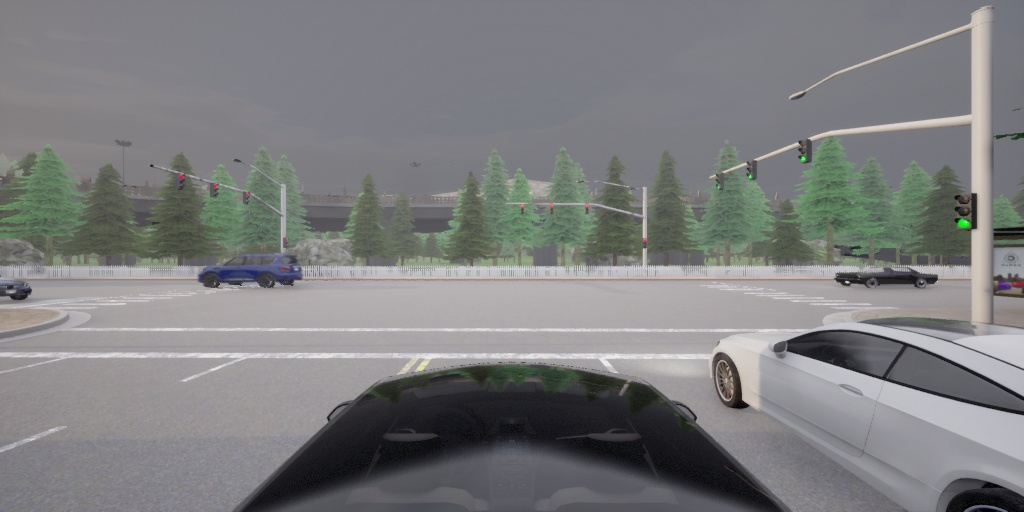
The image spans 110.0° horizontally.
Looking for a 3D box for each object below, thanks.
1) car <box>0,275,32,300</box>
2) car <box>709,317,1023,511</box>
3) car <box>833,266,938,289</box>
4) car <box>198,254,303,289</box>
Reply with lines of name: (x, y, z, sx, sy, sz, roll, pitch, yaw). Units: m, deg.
car: (-23.174, 1.220, 14.920, 4.674, 1.442, 1.812, 0, 0, 0)
car: (3.657, 1.276, 3.180, 1.812, 1.442, 4.674, 0, 0, 2)
car: (22.866, 1.295, 22.082, 4.718, 1.301, 1.895, 0, 0, 0)
car: (-15.968, 0.915, 22.131, 5.566, 2.045, 2.150, 0, 0, 0)
